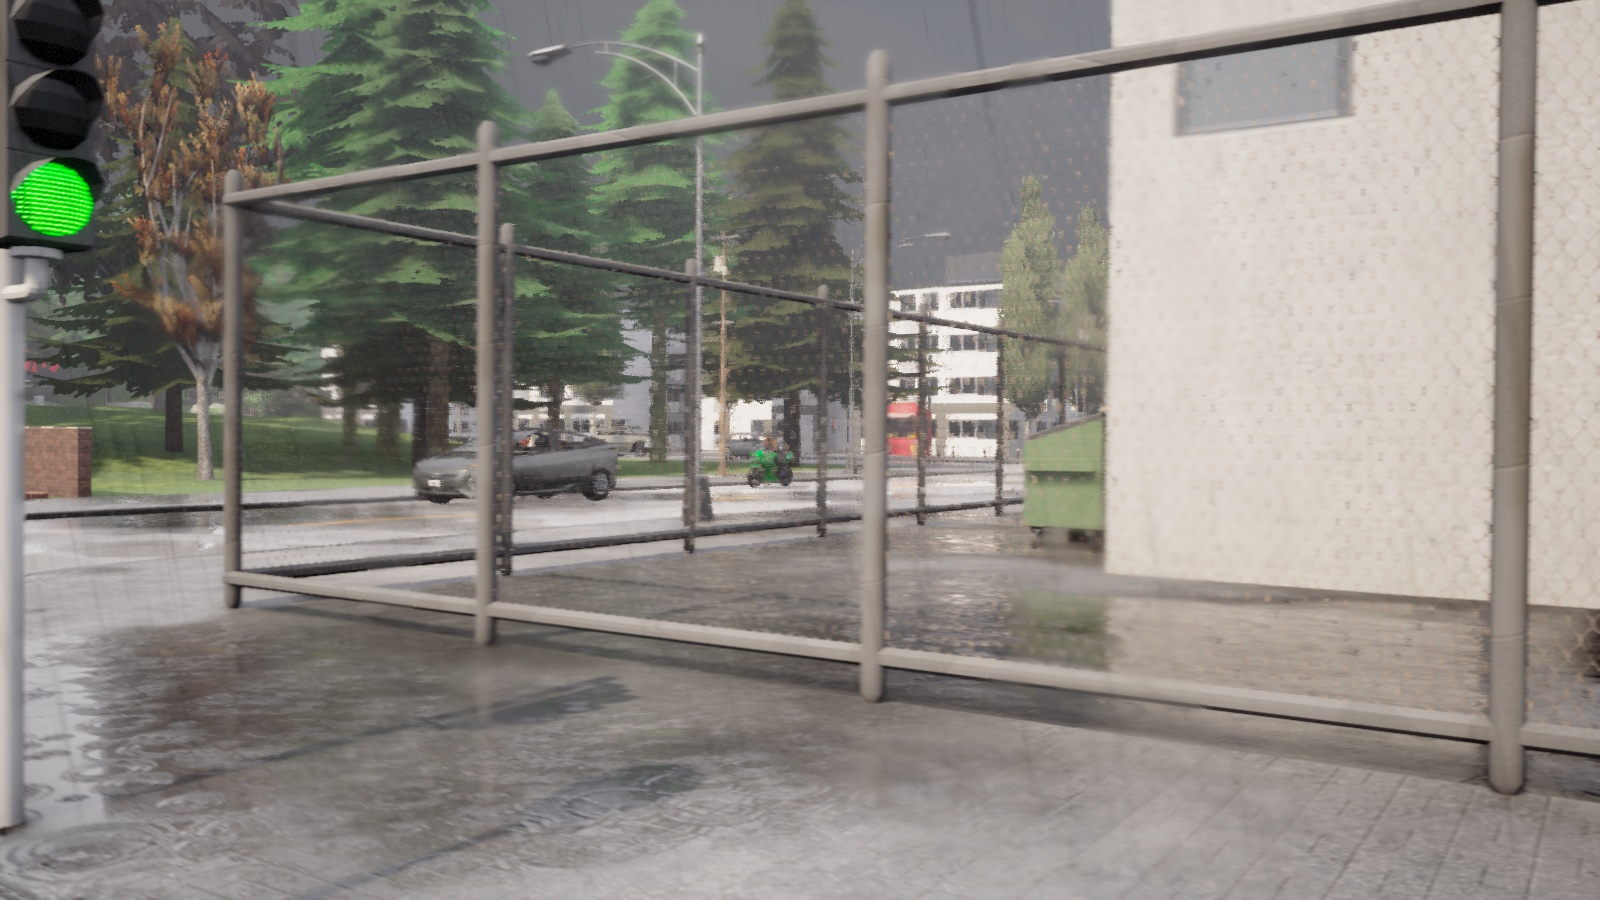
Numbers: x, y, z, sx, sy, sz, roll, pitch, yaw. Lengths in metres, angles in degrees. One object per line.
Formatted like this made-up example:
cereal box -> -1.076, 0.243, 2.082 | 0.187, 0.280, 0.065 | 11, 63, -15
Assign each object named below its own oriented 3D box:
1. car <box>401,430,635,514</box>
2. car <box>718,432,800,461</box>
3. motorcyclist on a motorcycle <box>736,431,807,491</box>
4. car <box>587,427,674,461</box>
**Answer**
car -> -5.622, 0.374, 25.557 | 2.007, 1.525, 4.514 | 0, 1, 33
car -> -2.145, -0.184, 65.084 | 3.806, 1.475, 1.970 | 0, 1, 34
motorcyclist on a motorcycle -> -0.729, 0.265, 32.917 | 0.797, 1.523, 2.044 | 0, 1, 34
car -> -9.442, -0.335, 69.895 | 4.605, 1.855, 1.932 | 0, 1, 33
